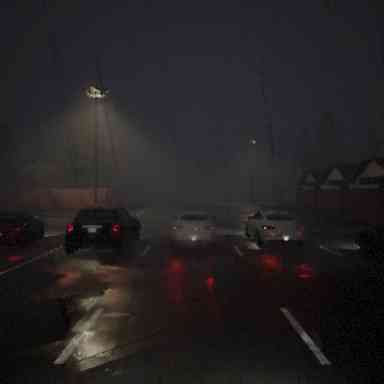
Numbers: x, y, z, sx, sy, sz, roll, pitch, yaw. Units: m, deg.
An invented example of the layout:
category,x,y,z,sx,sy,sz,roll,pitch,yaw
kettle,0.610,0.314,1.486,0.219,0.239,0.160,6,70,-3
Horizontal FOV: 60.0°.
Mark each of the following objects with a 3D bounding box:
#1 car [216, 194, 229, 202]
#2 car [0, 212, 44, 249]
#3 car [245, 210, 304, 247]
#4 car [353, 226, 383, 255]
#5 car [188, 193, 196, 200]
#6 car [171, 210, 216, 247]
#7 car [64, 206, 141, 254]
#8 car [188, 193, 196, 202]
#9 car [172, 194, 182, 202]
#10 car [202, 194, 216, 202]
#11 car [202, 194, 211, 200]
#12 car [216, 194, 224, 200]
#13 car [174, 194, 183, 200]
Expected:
category,x,y,z,sx,sy,sz,roll,pitch,yaw
car,7.026,1.481,73.540,1.994,1.385,4.181,0,0,0
car,-7.748,1.552,14.377,1.994,1.385,4.181,0,0,-14
car,3.581,1.513,14.925,1.812,1.442,4.674,0,0,0
car,7.049,1.539,10.199,2.033,1.411,5.357,0,0,1
car,0.029,1.134,83.516,2.097,1.767,4.553,0,0,0
car,0.079,1.513,14.878,1.812,1.442,4.674,0,0,0
car,-3.427,1.340,13.598,2.097,1.767,4.553,0,0,0
car,0.025,1.454,73.126,2.128,1.511,4.902,0,0,0
car,-3.475,1.469,73.129,2.033,1.411,5.357,0,0,0
car,3.525,1.468,73.126,2.033,1.411,5.357,0,0,0
car,3.529,1.319,83.545,2.033,1.411,5.357,0,0,0
car,7.029,1.303,83.544,1.812,1.442,4.674,0,0,0
car,-3.471,1.319,83.548,2.033,1.411,5.357,0,0,0
